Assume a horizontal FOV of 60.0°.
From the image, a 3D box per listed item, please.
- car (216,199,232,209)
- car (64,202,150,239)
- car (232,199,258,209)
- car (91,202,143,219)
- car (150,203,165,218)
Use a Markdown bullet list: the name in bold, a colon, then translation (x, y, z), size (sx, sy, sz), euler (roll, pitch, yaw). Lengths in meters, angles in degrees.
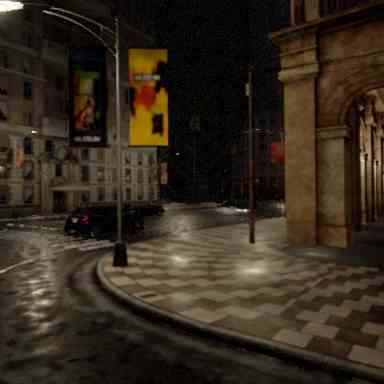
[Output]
- **car**: translation (5.609, 1.809, 51.869), size (2.128, 1.511, 4.902), euler (-1, -1, 36)
- **car**: translation (-4.858, 1.536, 18.984), size (2.097, 1.767, 4.553), euler (-1, 0, 35)
- **car**: translation (8.207, 1.838, 49.490), size (1.994, 1.385, 4.181), euler (-1, -1, 36)
- **car**: translation (-7.495, 1.809, 33.628), size (2.128, 1.511, 4.902), euler (-1, 0, 35)
- **car**: translation (-4.632, 1.766, 31.616), size (2.128, 1.511, 4.902), euler (-1, 0, 35)
